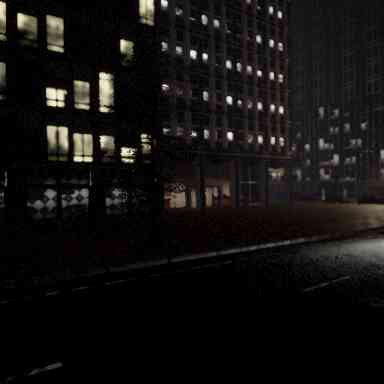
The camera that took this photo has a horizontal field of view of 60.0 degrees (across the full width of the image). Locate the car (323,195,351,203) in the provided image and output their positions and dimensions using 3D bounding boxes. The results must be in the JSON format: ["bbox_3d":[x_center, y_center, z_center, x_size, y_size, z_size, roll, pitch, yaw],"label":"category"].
[{"bbox_3d":[22.607,1.125,51.925,1.802,1.307,4.206,-1,1,-36],"label":"car"}]

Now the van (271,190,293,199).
[{"bbox_3d":[19.561,0.556,70.720,1.690,1.788,3.998,-1,1,-36],"label":"van"}]

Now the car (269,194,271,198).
[{"bbox_3d":[16.248,0.749,75.341,1.802,1.307,4.206,-1,1,-36],"label":"car"}]

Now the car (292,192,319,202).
[{"bbox_3d":[19.340,1.061,56.575,1.947,1.339,4.313,-1,1,-36],"label":"car"}]

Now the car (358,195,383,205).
[{"bbox_3d":[25.908,1.156,47.295,1.947,1.339,4.313,-1,1,-36],"label":"car"}]
